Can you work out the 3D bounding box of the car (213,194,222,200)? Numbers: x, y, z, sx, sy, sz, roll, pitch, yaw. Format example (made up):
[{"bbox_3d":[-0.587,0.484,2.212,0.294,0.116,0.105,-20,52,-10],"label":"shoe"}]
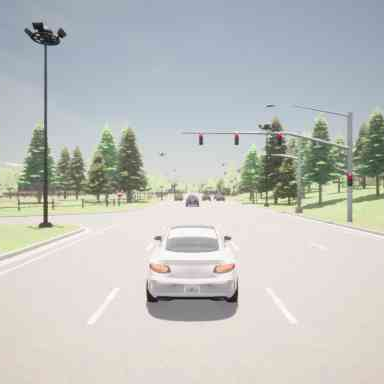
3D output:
[{"bbox_3d":[7.134,1.385,93.032,1.994,1.385,4.181,0,0,0],"label":"car"}]

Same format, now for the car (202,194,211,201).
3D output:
[{"bbox_3d":[3.620,1.348,83.004,2.097,1.767,4.553,0,0,0],"label":"car"}]

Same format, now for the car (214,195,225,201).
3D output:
[{"bbox_3d":[7.119,1.517,82.612,2.128,1.511,4.902,0,0,0],"label":"car"}]

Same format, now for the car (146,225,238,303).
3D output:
[{"bbox_3d":[0.018,1.526,8.106,1.812,1.442,4.674,0,0,0],"label":"car"}]

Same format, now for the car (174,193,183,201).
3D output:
[{"bbox_3d":[-3.380,1.544,83.010,1.994,1.385,4.181,0,0,0],"label":"car"}]

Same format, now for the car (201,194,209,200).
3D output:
[{"bbox_3d":[3.634,1.372,93.037,2.033,1.411,5.357,0,0,0],"label":"car"}]

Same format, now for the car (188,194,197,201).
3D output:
[{"bbox_3d":[0.120,1.348,83.009,2.097,1.767,4.553,0,0,0],"label":"car"}]

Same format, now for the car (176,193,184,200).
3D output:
[{"bbox_3d":[-3.366,1.187,93.017,2.097,1.767,4.553,0,0,0],"label":"car"}]

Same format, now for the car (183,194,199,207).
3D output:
[{"bbox_3d":[0.075,1.352,51.979,2.097,1.767,4.553,0,0,0],"label":"car"}]

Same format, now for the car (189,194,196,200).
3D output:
[{"bbox_3d":[0.134,1.332,93.042,1.837,1.490,4.892,0,0,0],"label":"car"}]
